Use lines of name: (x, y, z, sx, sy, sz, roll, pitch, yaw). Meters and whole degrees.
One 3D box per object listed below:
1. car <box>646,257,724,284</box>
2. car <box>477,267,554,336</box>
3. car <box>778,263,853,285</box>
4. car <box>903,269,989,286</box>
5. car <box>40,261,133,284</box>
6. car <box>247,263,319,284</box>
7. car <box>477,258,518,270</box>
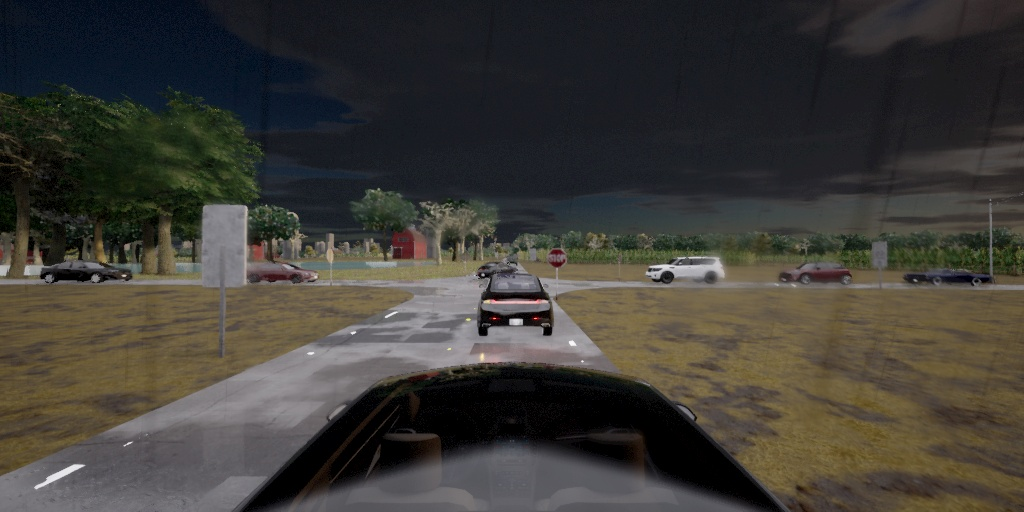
car: (13.347, 1.085, 27.762, 5.566, 2.045, 2.150, 0, -1, 1)
car: (0.061, 1.243, 10.333, 2.128, 1.511, 4.902, 0, 0, -1)
car: (23.343, 1.289, 27.734, 4.553, 1.767, 2.097, 0, -1, 0)
car: (33.425, 1.625, 27.724, 4.718, 1.301, 1.895, 1, -1, 0)
car: (-29.298, 1.092, 24.786, 5.008, 1.535, 1.882, 0, -1, 0)
car: (-15.868, 1.180, 24.767, 4.674, 1.442, 1.812, 0, -1, 1)
car: (-1.216, 1.263, 31.615, 1.837, 1.490, 4.892, 3, 2, 29)
